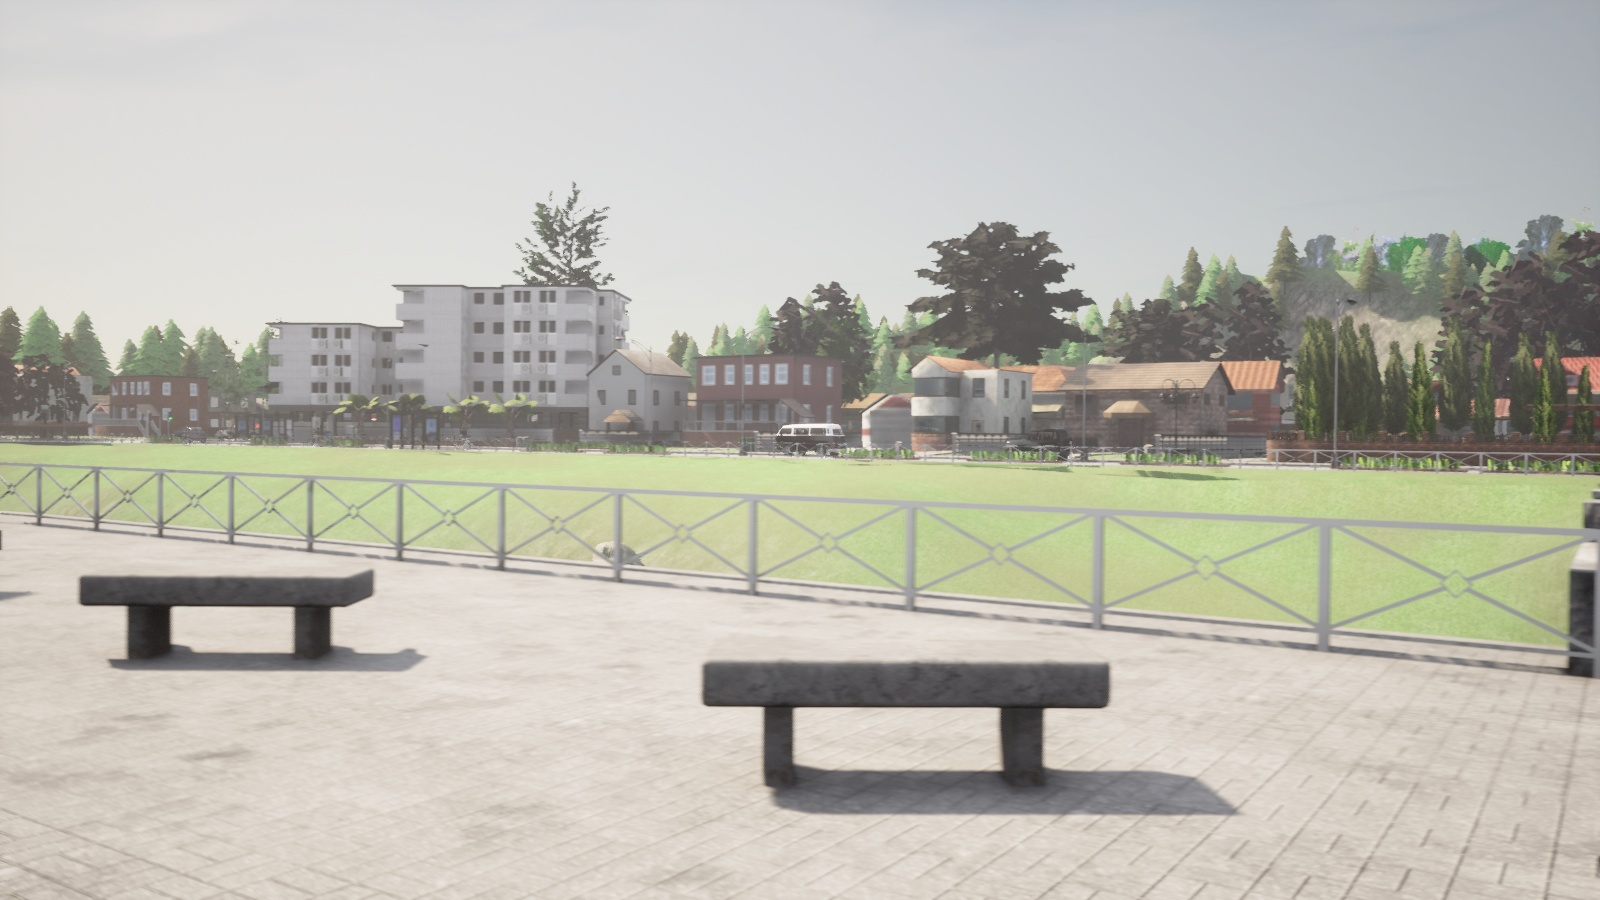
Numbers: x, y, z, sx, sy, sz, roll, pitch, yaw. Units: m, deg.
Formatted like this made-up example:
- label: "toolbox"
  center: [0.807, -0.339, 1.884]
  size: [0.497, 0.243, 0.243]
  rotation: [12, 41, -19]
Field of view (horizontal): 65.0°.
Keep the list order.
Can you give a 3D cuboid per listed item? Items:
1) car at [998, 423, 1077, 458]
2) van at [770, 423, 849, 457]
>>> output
- label: "car"
  center: [13.138, -0.541, 69.543]
  size: [3.866, 1.878, 1.905]
  rotation: [0, 1, 34]
- label: "van"
  center: [0.606, -0.613, 77.871]
  size: [4.480, 2.038, 2.069]
  rotation: [0, 1, 34]
